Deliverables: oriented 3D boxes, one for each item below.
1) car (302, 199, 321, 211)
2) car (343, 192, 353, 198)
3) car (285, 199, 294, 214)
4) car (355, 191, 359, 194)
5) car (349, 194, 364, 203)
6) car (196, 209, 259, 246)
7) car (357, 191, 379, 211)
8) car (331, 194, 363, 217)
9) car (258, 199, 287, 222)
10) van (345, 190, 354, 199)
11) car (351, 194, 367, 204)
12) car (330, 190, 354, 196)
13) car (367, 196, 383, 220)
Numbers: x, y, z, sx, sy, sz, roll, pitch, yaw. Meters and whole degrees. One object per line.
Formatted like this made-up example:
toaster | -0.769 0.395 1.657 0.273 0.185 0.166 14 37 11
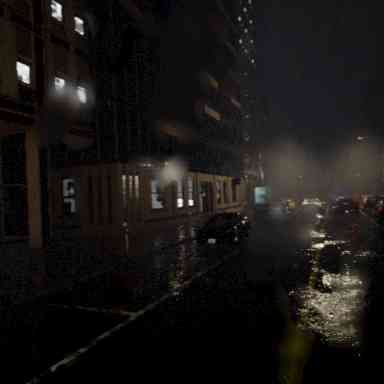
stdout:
car | 13.245 1.416 36.775 1.895 1.301 4.718 -3 -1 23
car | 37.827 0.784 80.479 1.947 1.339 4.313 -3 -1 23
car | 8.217 1.426 31.657 1.967 1.590 4.097 -3 -1 23
car | 22.494 0.791 44.032 2.192 1.841 5.009 -3 -1 23
car | 26.883 0.980 54.444 1.802 1.307 4.206 -3 -1 23
car | 1.657 1.672 16.033 1.947 1.339 4.313 -3 -1 23
car | 18.121 0.994 33.616 1.967 1.590 4.097 -3 -1 23
car | 12.744 1.235 27.576 1.837 1.490 4.892 -3 -1 23
car | 6.034 1.575 26.447 2.008 1.369 4.403 -3 -1 23
van | 35.627 0.595 75.275 1.690 1.788 3.998 -3 -1 23
car | 24.694 1.019 49.237 1.802 1.307 4.206 -3 -1 23
car | 18.531 0.851 41.459 2.150 2.045 5.566 -3 0 23
car | 13.750 1.183 23.202 2.008 1.369 4.403 -3 -1 23
